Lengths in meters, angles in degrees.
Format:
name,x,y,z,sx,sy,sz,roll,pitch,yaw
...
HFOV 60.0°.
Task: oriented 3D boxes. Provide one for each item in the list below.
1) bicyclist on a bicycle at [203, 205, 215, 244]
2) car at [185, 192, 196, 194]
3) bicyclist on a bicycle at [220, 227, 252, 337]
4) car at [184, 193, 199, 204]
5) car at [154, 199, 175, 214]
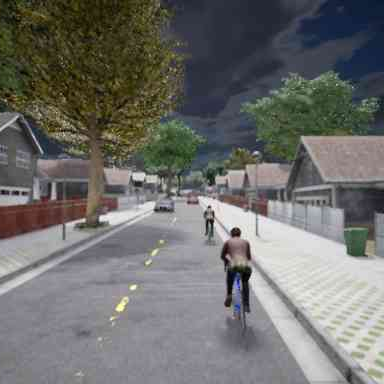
name,x,y,z,sx,sy,sz,roll,pitch,yaw
bicyclist on a bicycle,0.777,1.402,14.667,0.582,1.620,1.656,0,0,0
car,0.091,1.047,74.390,2.150,2.045,5.566,0,0,0
bicyclist on a bicycle,0.766,1.432,5.652,0.582,1.620,1.656,0,0,0
car,0.161,1.414,57.492,1.994,1.385,4.181,0,0,0
car,-2.805,1.462,34.469,1.994,1.385,4.181,0,0,0
